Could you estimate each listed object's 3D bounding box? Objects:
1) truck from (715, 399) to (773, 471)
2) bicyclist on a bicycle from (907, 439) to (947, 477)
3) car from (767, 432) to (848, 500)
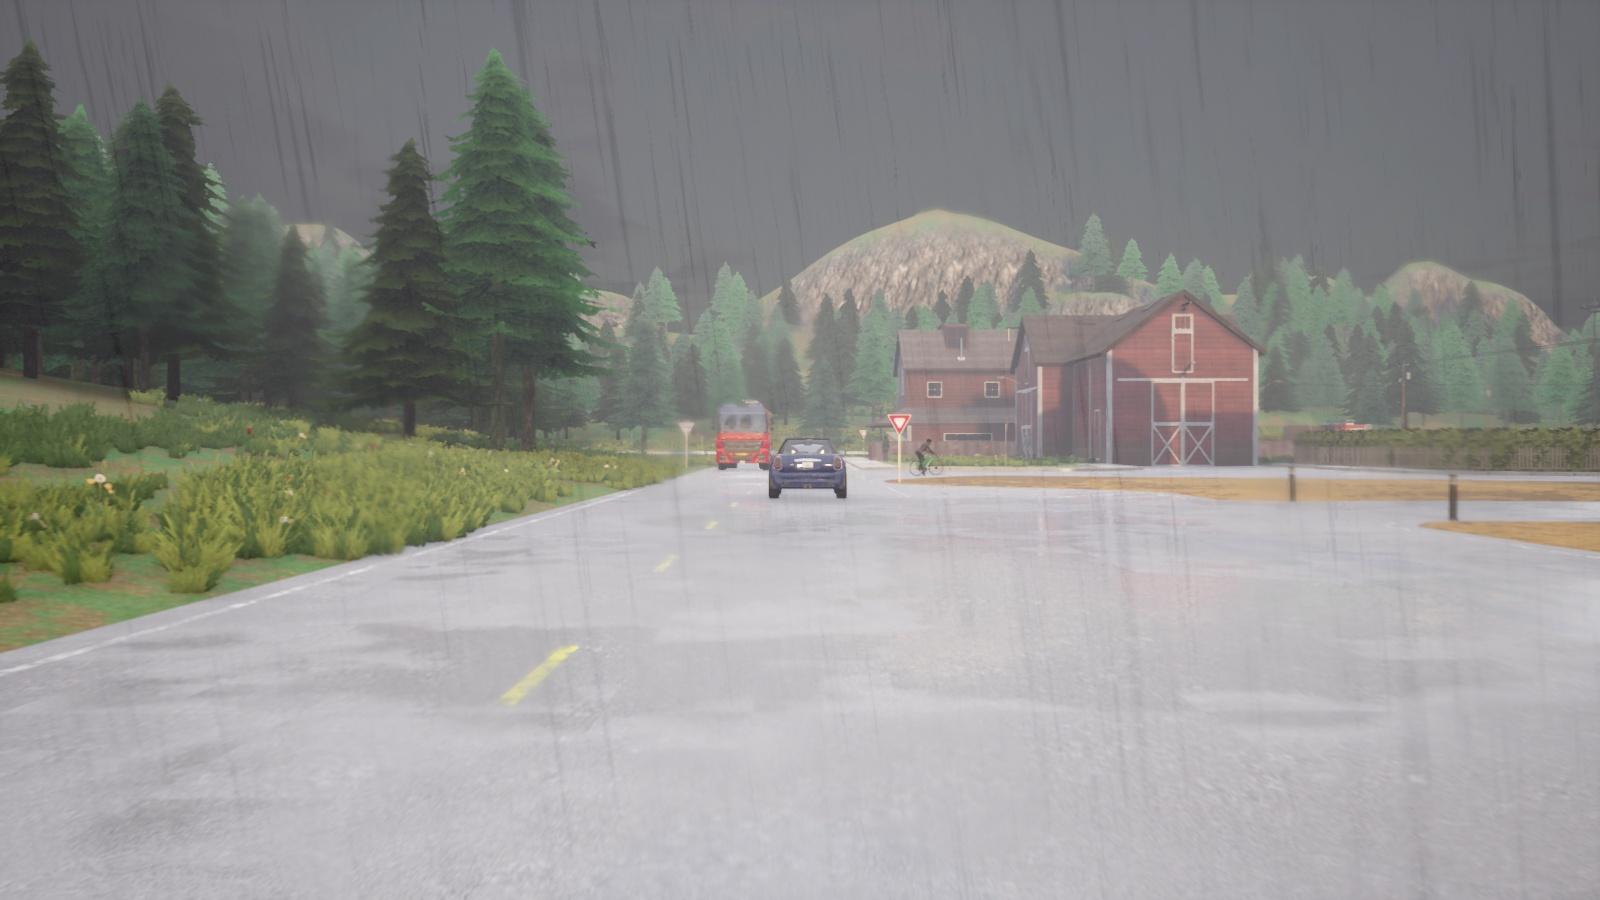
[{"bbox_3d":[-3.078,-0.821,71.270,2.891,3.827,8.468,0,0,0],"label":"truck"},{"bbox_3d":[5.555,0.342,55.019,1.656,1.620,0.582,-1,1,-22],"label":"bicyclist on a bicycle"},{"bbox_3d":[0.214,0.408,34.947,2.097,1.767,4.553,0,0,0],"label":"car"}]
